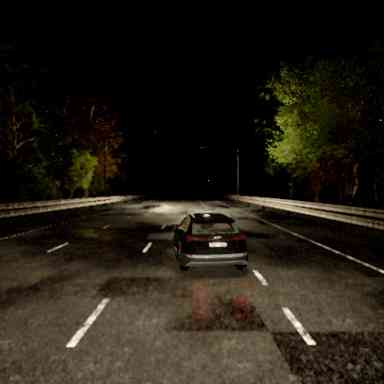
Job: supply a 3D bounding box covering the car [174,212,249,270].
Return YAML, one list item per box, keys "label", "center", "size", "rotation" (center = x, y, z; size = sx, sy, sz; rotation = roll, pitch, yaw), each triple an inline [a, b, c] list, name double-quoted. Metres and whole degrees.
- label: "car"
  center: [0.441, 1.454, 10.840]
  size: [2.033, 1.649, 4.856]
  rotation: [-1, 0, -6]
